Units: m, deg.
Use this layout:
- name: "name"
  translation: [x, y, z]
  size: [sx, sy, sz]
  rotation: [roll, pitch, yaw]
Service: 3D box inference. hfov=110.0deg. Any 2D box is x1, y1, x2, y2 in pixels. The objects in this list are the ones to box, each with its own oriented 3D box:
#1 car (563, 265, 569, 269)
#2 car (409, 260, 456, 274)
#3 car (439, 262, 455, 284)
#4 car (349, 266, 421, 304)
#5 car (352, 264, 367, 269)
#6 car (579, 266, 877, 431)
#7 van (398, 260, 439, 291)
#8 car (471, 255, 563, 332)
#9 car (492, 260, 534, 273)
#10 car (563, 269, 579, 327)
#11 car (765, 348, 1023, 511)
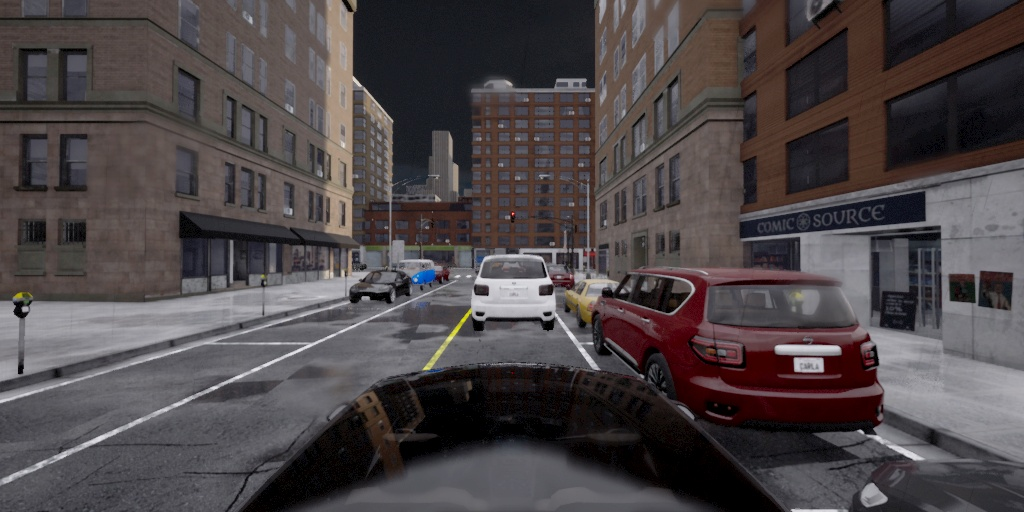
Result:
- name: "car"
  translation: [2.636, 1.216, 22.068]
  size: [1.967, 1.591, 4.097]
  rotation: [0, 0, 0]
- name: "car"
  translation: [-8.891, 1.198, 40.383]
  size: [4.892, 1.490, 1.837]
  rotation: [0, -1, 0]
- name: "car"
  translation: [-5.898, 1.329, 27.538]
  size: [1.888, 1.381, 4.507]
  rotation: [0, 0, 0]
- name: "car"
  translation: [-5.880, 1.333, 16.573]
  size: [1.948, 1.339, 4.313]
  rotation: [0, 0, 0]
- name: "car"
  translation: [-20.192, 1.250, 43.686]
  size: [4.718, 1.301, 1.895]
  rotation: [0, -1, 0]
- name: "car"
  translation: [2.663, 1.068, 5.620]
  size: [2.192, 1.841, 5.009]
  rotation: [0, 0, 0]
- name: "van"
  translation: [-5.889, 1.117, 22.056]
  size: [1.690, 1.789, 3.998]
  rotation: [0, 0, 0]
- name: "car"
  translation: [0.017, 0.981, 11.101]
  size: [2.150, 2.045, 5.566]
  rotation: [0, 0, -1]
- name: "car"
  translation: [0.086, 1.275, 43.594]
  size: [5.008, 1.535, 1.882]
  rotation: [0, -1, 0]
- name: "car"
  translation: [2.654, 1.285, 11.273]
  size: [1.751, 1.417, 4.829]
  rotation: [0, 0, 0]
- name: "car"
  translation: [2.672, 1.300, 0.138]
  size: [2.007, 1.370, 4.403]
  rotation: [0, 0, 0]
